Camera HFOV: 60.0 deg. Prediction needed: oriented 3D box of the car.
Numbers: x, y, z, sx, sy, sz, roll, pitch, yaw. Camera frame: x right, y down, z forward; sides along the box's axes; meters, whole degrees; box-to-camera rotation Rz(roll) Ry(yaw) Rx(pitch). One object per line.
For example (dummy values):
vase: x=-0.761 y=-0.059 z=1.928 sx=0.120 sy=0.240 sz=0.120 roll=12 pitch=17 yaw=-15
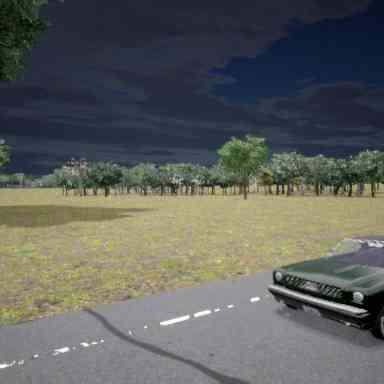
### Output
car: x=3.719 y=1.599 z=6.629 sx=4.718 sy=1.301 sz=1.895 roll=0 pitch=0 yaw=-35
